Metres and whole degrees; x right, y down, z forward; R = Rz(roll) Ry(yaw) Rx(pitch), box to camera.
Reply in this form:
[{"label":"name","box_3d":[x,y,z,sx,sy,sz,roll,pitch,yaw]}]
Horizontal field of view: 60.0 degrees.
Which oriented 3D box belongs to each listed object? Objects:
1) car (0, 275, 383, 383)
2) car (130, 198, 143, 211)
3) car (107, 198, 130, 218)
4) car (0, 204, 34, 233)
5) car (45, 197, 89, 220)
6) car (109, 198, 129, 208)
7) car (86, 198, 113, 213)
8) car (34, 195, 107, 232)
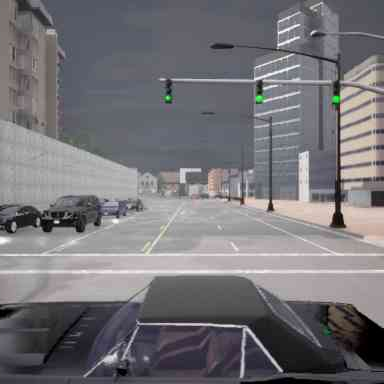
[{"label":"car","box_3d":[-0.288,1.601,3.316,4.718,1.301,1.895,0,0,0]},{"label":"car","box_3d":[-7.116,1.492,40.218,2.128,1.511,4.902,0,0,0]},{"label":"car","box_3d":[-7.117,1.526,29.876,1.812,1.442,4.674,0,0,0]},{"label":"car","box_3d":[-10.612,1.505,19.603,1.837,1.490,4.892,0,0,0]},{"label":"car","box_3d":[-10.618,1.352,28.671,2.097,1.767,4.553,0,0,0]},{"label":"car","box_3d":[-10.586,1.601,48.549,1.895,1.301,4.718,0,0,0]},{"label":"car","box_3d":[-10.618,1.505,38.488,1.837,1.490,4.892,0,0,0]},{"label":"car","box_3d":[-7.109,1.221,20.235,2.150,2.045,5.566,0,0,0]}]
